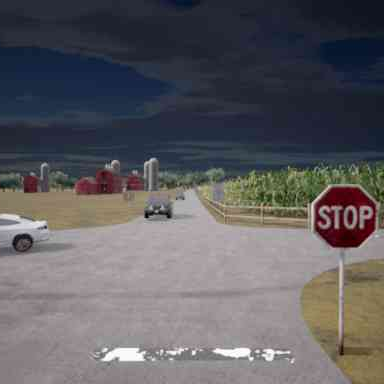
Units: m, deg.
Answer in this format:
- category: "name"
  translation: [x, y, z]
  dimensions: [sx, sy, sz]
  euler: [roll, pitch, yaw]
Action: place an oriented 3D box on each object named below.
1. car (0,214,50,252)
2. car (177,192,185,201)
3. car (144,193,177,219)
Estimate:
- category: "car"
  translation: [-8.137, 1.618, 13.077]
  dimensions: [4.674, 1.442, 1.812]
  euler: [-1, 1, -29]
- category: "car"
  translation: [-2.813, 1.059, 78.926]
  dimensions: [2.150, 2.045, 5.566]
  euler: [0, 0, 0]
- category: "car"
  translation: [-2.778, 1.193, 28.818]
  dimensions: [2.150, 2.045, 5.566]
  euler: [0, 0, 0]
